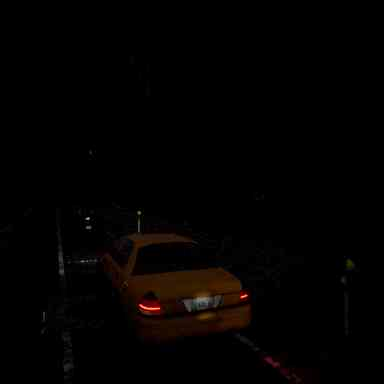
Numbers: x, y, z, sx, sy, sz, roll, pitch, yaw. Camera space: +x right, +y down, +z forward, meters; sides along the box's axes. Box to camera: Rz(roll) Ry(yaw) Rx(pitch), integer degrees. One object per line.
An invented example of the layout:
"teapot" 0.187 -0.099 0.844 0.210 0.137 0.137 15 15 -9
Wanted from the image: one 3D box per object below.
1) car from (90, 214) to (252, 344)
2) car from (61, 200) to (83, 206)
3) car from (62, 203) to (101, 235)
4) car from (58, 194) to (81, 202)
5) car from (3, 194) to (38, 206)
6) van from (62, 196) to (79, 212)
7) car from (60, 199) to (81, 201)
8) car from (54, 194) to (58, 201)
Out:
"car" -0.831 1.457 6.788 1.801 1.575 5.366 0 0 -22
"car" -8.126 1.551 23.869 2.008 1.369 4.403 0 0 -22
"car" -6.037 1.551 18.756 2.008 1.369 4.403 0 0 -22
"car" -12.305 1.316 34.096 2.192 1.841 5.009 0 0 -22
"car" -28.715 1.549 55.138 5.357 1.411 2.033 0 0 23
"van" -14.395 1.342 39.209 1.690 1.788 3.998 0 0 -22
"car" -10.216 1.567 28.982 1.947 1.339 4.313 0 0 -22
"car" -31.263 1.469 79.729 1.967 1.590 4.097 0 0 -23
